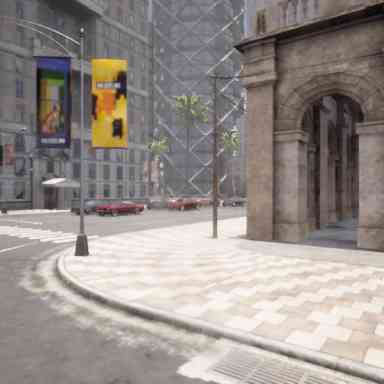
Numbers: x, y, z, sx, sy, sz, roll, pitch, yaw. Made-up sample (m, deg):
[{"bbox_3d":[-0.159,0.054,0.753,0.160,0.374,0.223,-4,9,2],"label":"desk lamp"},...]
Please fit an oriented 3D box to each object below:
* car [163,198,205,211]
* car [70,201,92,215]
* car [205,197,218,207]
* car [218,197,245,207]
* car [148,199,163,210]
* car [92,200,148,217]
[{"bbox_3d":[-0.878,1.466,40.036,1.882,1.535,5.008,0,0,36],"label":"car"},{"bbox_3d":[-9.619,1.535,33.776,2.033,1.411,5.357,0,0,35],"label":"car"},{"bbox_3d":[2.562,1.513,50.791,1.812,1.442,4.674,0,0,36],"label":"car"},{"bbox_3d":[6.274,1.492,49.945,1.837,1.490,4.892,0,0,36],"label":"car"},{"bbox_3d":[-3.830,1.551,41.926,1.994,1.385,4.181,0,0,36],"label":"car"},{"bbox_3d":[-6.795,1.590,31.705,1.895,1.301,4.718,0,0,35],"label":"car"}]
